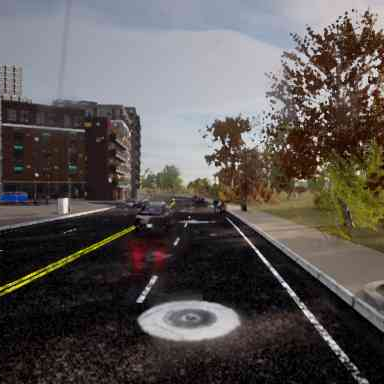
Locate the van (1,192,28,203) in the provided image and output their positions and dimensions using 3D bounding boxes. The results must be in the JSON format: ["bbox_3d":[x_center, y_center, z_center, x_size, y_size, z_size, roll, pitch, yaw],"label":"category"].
[{"bbox_3d":[-29.503,0.883,55.423,3.998,1.788,1.690,1,-1,-30],"label":"van"}]

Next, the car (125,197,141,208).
[{"bbox_3d":[-8.232,1.479,46.780,2.128,1.511,4.902,0,0,-3],"label":"car"}]

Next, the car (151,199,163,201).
[{"bbox_3d":[-4.972,1.648,47.100,1.895,1.301,4.718,0,0,0],"label":"car"}]

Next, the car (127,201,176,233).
[{"bbox_3d":[-2.066,1.487,19.449,2.128,1.511,4.902,0,0,2],"label":"car"}]

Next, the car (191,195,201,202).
[{"bbox_3d":[0.890,1.433,73.762,1.882,1.535,5.008,0,0,-3],"label":"car"}]

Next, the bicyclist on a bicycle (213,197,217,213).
[{"bbox_3d":[2.315,1.359,32.320,0.659,1.776,1.843,0,0,1],"label":"bicyclist on a bicycle"}]

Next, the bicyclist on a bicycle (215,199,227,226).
[{"bbox_3d":[2.081,1.446,22.408,0.582,1.620,1.656,0,0,2],"label":"bicyclist on a bicycle"}]

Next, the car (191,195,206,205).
[{"bbox_3d":[1.436,1.516,59.529,2.033,1.411,5.357,0,0,-2],"label":"car"}]
